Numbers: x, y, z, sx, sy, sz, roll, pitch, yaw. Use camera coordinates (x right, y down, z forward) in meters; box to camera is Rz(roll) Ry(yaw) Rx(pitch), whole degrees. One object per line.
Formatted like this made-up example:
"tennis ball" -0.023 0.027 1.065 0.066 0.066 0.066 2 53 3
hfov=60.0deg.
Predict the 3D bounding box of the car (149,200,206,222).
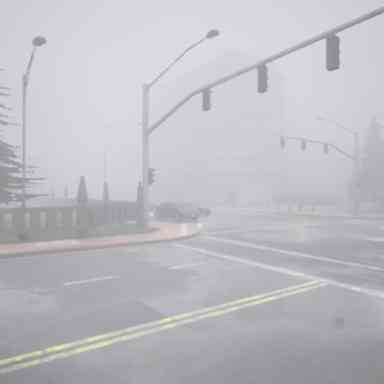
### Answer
"car" -1.274 1.552 26.995 1.837 1.490 4.892 0 0 -35

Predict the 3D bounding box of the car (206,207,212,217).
"car" -0.158 1.660 31.461 1.895 1.301 4.718 0 0 -35

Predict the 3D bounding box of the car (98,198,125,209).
"car" -11.582 1.606 47.536 2.033 1.411 5.357 0 0 -35

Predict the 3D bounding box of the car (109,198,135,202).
"car" -6.726 1.552 34.651 1.837 1.490 4.892 0 0 -36
